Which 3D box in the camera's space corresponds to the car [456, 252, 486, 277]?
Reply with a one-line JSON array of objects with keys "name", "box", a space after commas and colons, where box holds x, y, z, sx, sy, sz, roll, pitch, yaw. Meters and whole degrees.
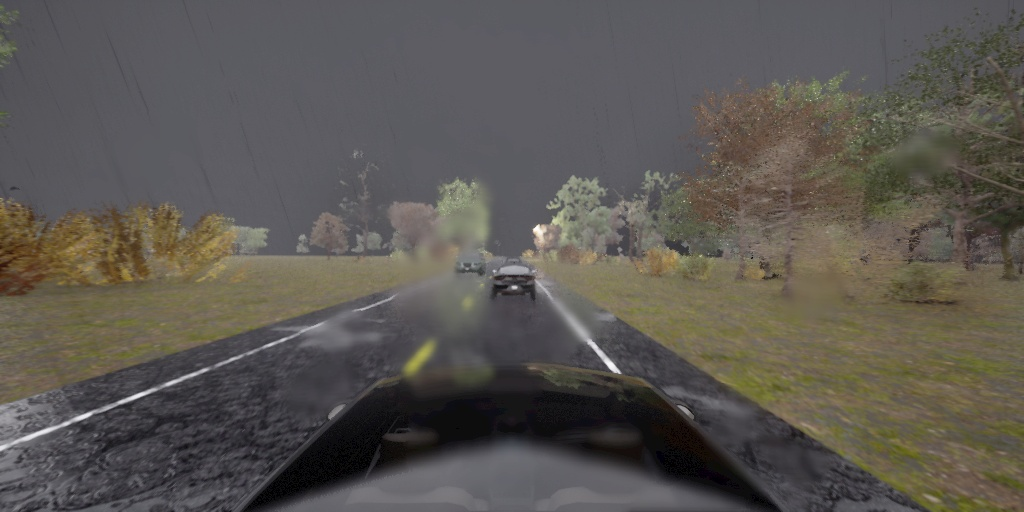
[{"name": "car", "box": [-3.476, 0.646, 31.216, 2.150, 2.045, 5.566, 0, 1, 0]}]

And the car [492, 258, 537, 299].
[{"name": "car", "box": [0.104, 1.059, 16.697, 1.882, 1.535, 5.008, 0, 1, 0]}]
